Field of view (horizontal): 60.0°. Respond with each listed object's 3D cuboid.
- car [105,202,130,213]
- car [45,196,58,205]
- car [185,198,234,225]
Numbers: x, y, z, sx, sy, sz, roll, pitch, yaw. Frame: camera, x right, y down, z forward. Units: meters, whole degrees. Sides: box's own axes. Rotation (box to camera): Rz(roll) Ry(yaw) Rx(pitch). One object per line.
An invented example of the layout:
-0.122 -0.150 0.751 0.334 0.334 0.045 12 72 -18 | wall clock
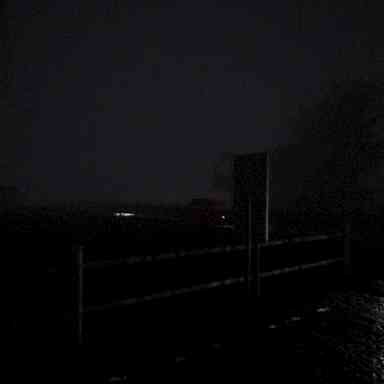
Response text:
-9.654 2.036 43.108 1.994 1.385 4.181 1 -1 -36 | car
-33.597 2.384 80.748 1.837 1.490 4.892 1 -1 -36 | car
1.628 1.519 27.614 2.150 2.045 5.566 1 -1 -36 | car
